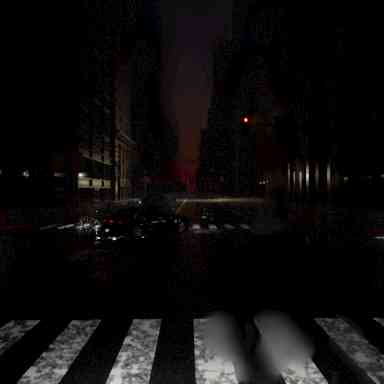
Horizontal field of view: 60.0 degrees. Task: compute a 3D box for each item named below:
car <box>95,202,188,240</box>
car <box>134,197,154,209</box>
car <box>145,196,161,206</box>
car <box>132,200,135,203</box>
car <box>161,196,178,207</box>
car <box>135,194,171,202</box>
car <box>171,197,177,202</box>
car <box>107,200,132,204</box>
[{"bbox_3d":[-2.247,1.488,16.962,1.837,1.490,4.892,2,2,43],"label":"car"},{"bbox_3d":[-6.610,1.462,46.420,2.128,1.511,4.902,0,0,0],"label":"car"},{"bbox_3d":[-6.582,1.503,57.075,2.033,1.411,5.357,0,0,0],"label":"car"},{"bbox_3d":[-6.613,1.580,37.012,1.895,1.301,4.718,0,0,0],"label":"car"},{"bbox_3d":[-3.352,1.458,50.459,2.128,1.511,4.902,0,0,0],"label":"car"},{"bbox_3d":[-3.361,1.207,29.943,2.150,2.045,5.566,0,0,0],"label":"car"},{"bbox_3d":[-3.362,1.469,40.036,2.128,1.511,4.902,0,0,0],"label":"car"},{"bbox_3d":[-6.629,1.588,27.896,1.895,1.301,4.718,0,0,1],"label":"car"}]
